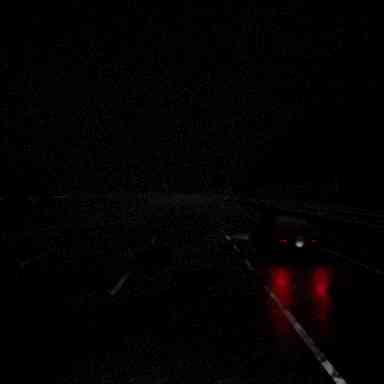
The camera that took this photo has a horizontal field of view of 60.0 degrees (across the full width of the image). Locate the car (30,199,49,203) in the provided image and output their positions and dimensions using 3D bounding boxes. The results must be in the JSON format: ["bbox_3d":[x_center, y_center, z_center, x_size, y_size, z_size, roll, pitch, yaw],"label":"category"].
[{"bbox_3d":[-17.577,1.528,38.368,1.994,1.385,4.181,0,0,0],"label":"car"}]

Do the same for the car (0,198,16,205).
[{"bbox_3d":[-24.551,1.490,43.016,1.812,1.442,4.674,0,0,1],"label":"car"}]

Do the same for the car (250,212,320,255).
[{"bbox_3d":[3.513,1.514,13.178,1.812,1.442,4.674,0,0,0],"label":"car"}]
